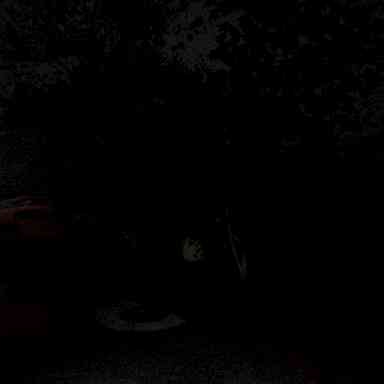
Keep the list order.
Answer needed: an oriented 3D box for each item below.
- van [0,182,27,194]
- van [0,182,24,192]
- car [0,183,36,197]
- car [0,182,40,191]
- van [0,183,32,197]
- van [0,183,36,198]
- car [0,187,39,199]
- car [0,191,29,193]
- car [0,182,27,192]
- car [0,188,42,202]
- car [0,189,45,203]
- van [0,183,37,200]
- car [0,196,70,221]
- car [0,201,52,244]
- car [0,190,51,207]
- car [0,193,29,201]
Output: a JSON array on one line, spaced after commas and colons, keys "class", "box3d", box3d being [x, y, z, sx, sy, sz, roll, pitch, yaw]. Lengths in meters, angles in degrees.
[{"class": "van", "box3d": [-34.012, -0.762, 63.330, 4.442, 1.987, 1.878, 1, 1, -30]}, {"class": "van", "box3d": [-39.490, -1.095, 72.957, 4.442, 1.987, 1.878, 1, 1, -30]}, {"class": "car", "box3d": [-27.228, -0.370, 51.116, 5.566, 2.045, 2.435, 1, 1, -30]}, {"class": "car", "box3d": [-14.860, 0.466, 29.494, 5.566, 2.045, 2.435, 1, 2, -30]}, {"class": "van", "box3d": [-25.936, -0.262, 48.666, 4.442, 1.987, 1.878, 1, 1, -30]}, {"class": "van", "box3d": [-24.364, -0.176, 46.375, 4.442, 1.987, 1.878, 1, 1, -30]}, {"class": "car", "box3d": [-23.098, 0.132, 43.918, 5.008, 1.535, 2.097, 1, 1, -30]}, {"class": "car", "box3d": [-12.317, 0.925, 24.583, 5.366, 1.575, 1.946, 1, 2, -30]}, {"class": "car", "box3d": [-38.246, -1.039, 70.477, 5.566, 2.045, 2.435, 1, 1, -30]}, {"class": "car", "box3d": [-20.341, 0.337, 39.120, 4.792, 1.488, 2.163, 1, 1, -30]}, {"class": "car", "box3d": [-19.036, 0.428, 36.827, 4.792, 1.488, 2.163, 1, 2, -30]}, {"class": "van", "box3d": [-21.813, -0.009, 41.437, 4.442, 1.987, 1.878, 1, 1, -30]}, {"class": "car", "box3d": [-10.791, 1.078, 22.268, 4.674, 1.452, 2.002, 1, 2, -30]}, {"class": "car", "box3d": [-6.746, 1.355, 15.155, 5.008, 1.535, 2.097, 1, 2, -30]}, {"class": "car", "box3d": [-16.287, 0.638, 31.878, 4.792, 1.488, 2.163, 1, 2, -30]}, {"class": "car", "box3d": [-8.080, 1.123, 17.577, 4.553, 1.767, 2.185, 1, 2, -30]}]
